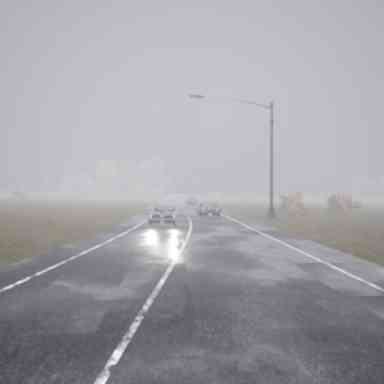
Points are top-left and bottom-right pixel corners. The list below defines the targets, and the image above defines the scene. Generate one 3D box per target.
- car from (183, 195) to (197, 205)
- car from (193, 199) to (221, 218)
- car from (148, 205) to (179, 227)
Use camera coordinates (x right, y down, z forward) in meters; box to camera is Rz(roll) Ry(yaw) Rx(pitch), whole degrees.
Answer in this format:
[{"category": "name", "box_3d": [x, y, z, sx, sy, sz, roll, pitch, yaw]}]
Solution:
[{"category": "car", "box_3d": [-0.067, 1.556, 57.639, 1.994, 1.385, 4.181, 0, 0, -3]}, {"category": "car", "box_3d": [1.416, 1.602, 30.421, 1.895, 1.301, 4.718, 0, 0, -3]}, {"category": "car", "box_3d": [-1.866, 1.588, 22.921, 1.895, 1.301, 4.718, 0, 0, 0]}]
